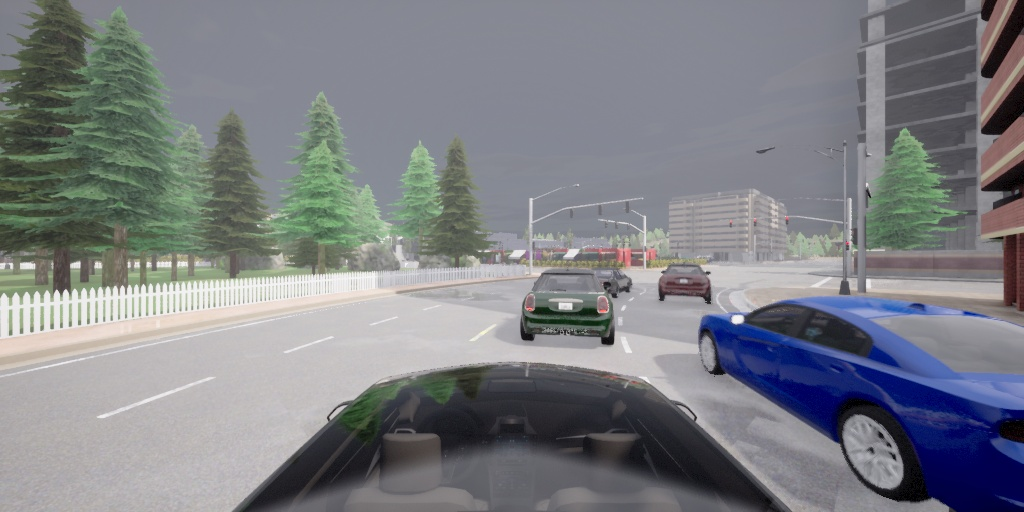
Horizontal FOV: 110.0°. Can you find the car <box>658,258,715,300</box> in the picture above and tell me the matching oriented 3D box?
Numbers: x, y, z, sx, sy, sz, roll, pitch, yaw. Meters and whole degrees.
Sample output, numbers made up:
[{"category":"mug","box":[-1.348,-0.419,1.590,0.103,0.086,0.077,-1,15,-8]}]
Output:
[{"category":"car","box":[8.353,1.108,17.236,2.097,1.767,4.553,0,0,28]}]

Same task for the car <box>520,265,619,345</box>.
[{"category":"car","box":[1.616,1.104,9.817,2.097,1.767,4.553,0,0,13]}]

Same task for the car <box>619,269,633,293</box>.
[{"category":"car","box":[4.865,1.302,18.570,2.033,1.411,5.357,0,0,29]}]

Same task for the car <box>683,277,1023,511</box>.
[{"category":"car","box":[4.084,1.229,4.369,1.882,1.535,5.008,0,0,5]}]
